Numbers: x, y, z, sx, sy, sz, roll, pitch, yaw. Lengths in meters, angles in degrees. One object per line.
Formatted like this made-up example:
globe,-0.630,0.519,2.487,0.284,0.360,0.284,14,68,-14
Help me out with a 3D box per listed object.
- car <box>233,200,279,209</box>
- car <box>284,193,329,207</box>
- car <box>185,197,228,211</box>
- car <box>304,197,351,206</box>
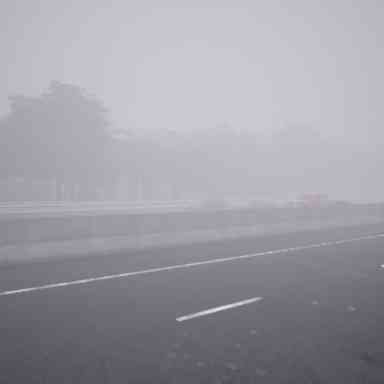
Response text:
car,6.603,1.496,34.071,5.357,1.411,2.033,0,0,-35
car,11.724,1.144,33.469,5.566,2.045,2.150,0,0,-35
car,1.481,1.323,33.981,4.553,1.767,2.097,0,0,-38
car,12.590,1.438,29.814,4.892,1.490,1.837,-1,0,-35
